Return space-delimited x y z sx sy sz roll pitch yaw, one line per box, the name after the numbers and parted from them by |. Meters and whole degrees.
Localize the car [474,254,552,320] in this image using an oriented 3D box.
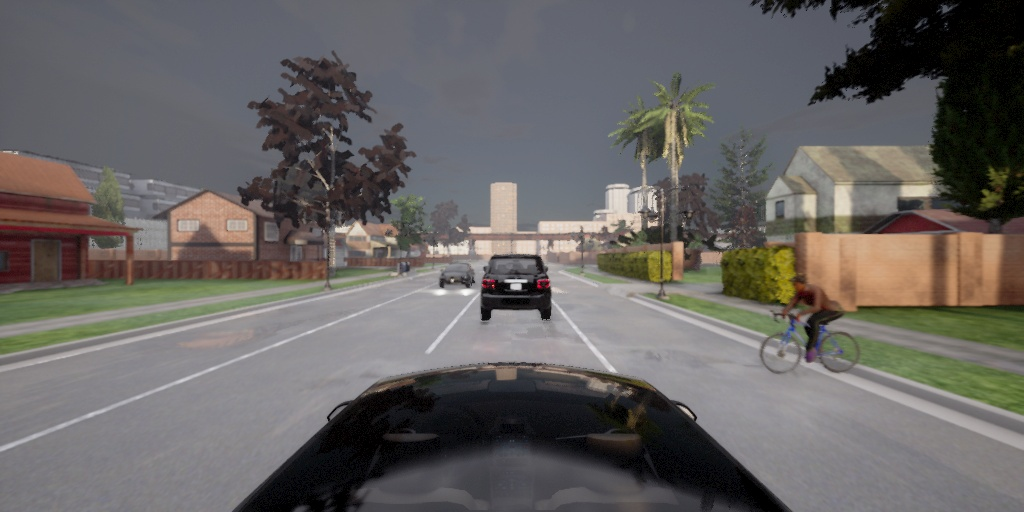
0.132 0.940 12.647 2.150 2.045 5.566 0 0 0 | car

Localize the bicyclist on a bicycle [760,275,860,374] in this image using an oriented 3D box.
4.905 1.138 5.921 1.656 1.620 0.582 -1 0 0 | bicyclist on a bicycle

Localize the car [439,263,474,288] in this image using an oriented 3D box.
-3.463 1.197 23.313 1.837 1.490 4.892 0 0 0 | car
